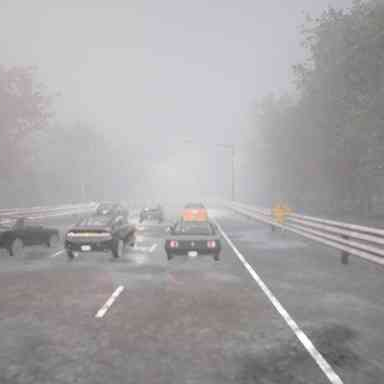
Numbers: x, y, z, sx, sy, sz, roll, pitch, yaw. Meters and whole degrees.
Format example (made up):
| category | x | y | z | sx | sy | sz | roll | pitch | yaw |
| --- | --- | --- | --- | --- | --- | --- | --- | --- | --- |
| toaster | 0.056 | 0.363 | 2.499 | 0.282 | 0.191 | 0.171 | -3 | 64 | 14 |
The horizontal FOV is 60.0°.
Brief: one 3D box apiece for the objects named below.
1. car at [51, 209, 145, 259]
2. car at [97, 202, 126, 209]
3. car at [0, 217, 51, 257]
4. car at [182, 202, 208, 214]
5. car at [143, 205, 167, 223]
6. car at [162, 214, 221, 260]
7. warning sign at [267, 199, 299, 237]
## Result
| category | x | y | z | sx | sy | sz | roll | pitch | yaw |
| --- | --- | --- | --- | --- | --- | --- | --- | --- | --- |
| car | -3.431 | 1.643 | 13.295 | 2.128 | 1.511 | 4.902 | 0 | 0 | 1 |
| car | -6.752 | 1.663 | 28.255 | 2.097 | 1.767 | 4.553 | 0 | -1 | 1 |
| car | -6.932 | 1.645 | 13.013 | 1.895 | 1.301 | 4.718 | 3 | -6 | 1 |
| car | 0.248 | 1.659 | 28.148 | 2.097 | 1.767 | 4.553 | 0 | -1 | 1 |
| car | -3.253 | 1.804 | 28.256 | 2.128 | 1.511 | 4.902 | 0 | 0 | 1 |
| car | 0.065 | 1.748 | 13.034 | 1.895 | 1.301 | 4.718 | 0 | -1 | 1 |
| warning sign | 4.606 | 1.305 | 16.999 | 1.300 | 1.860 | 1.060 | -1 | -2 | 1 |
